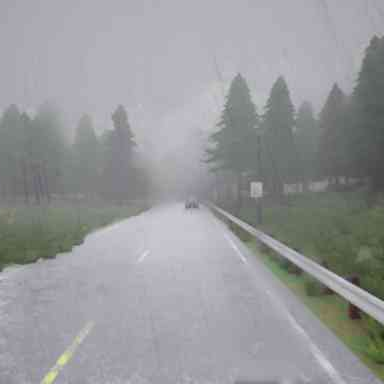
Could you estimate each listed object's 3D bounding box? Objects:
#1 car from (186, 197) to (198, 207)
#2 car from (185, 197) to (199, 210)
[{"bbox_3d":[0.031,1.631,55.236,1.837,1.490,4.892,-1,0,0],"label":"car"},{"bbox_3d":[0.025,1.709,45.273,1.895,1.301,4.718,-1,0,0],"label":"car"}]
